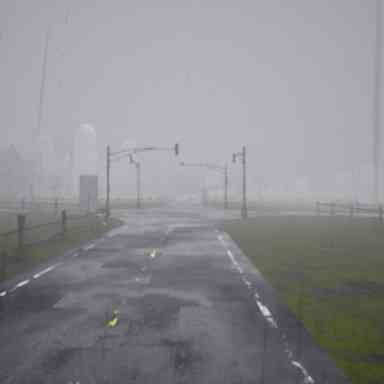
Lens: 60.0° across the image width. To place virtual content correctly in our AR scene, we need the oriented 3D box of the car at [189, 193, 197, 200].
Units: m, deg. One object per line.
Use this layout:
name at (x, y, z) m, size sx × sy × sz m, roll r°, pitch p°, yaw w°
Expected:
car at (0.256, 1.391, 87.614) m, size 2.128 × 1.511 × 4.902 m, roll 0°, pitch 0°, yaw 0°
